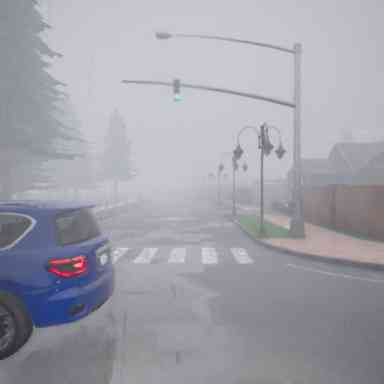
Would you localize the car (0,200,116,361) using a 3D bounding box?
[{"bbox_3d":[-4.068,1.168,5.316,5.566,2.045,2.150,0,1,2],"label":"car"}]

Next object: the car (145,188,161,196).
[{"bbox_3d":[-9.987,0.082,88.822,2.150,2.045,5.566,0,1,-26],"label":"car"}]

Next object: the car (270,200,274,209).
[{"bbox_3d":[8.933,0.764,28.973,3.866,1.878,1.905,0,1,0],"label":"car"}]

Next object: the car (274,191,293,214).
[{"bbox_3d":[9.307,0.794,26.456,4.605,1.855,1.932,0,1,0],"label":"car"}]
